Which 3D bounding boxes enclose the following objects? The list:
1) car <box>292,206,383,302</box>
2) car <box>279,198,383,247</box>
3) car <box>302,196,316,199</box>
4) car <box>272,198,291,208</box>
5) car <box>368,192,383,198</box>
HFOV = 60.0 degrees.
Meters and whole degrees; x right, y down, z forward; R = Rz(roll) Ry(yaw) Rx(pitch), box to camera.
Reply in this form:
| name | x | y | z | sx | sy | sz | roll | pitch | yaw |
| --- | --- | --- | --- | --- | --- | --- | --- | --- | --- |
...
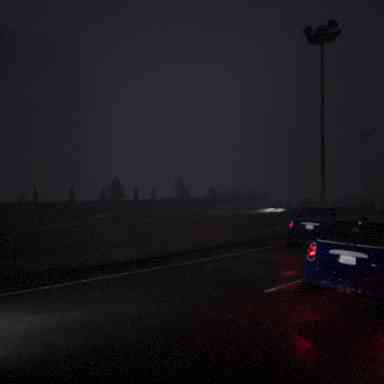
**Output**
| name | x | y | z | sx | sy | sz | roll | pitch | yaw |
| --- | --- | --- | --- | --- | --- | --- | --- | --- | --- |
| car | 4.611 | 1.304 | 7.740 | 4.553 | 1.767 | 2.097 | -1 | 0 | -40 |
| car | 5.836 | 1.283 | 13.497 | 4.553 | 1.767 | 2.097 | -1 | 0 | -42 |
| car | 14.316 | 1.318 | 40.857 | 1.837 | 1.490 | 4.892 | 0 | 0 | 30 |
| car | 11.992 | 1.423 | 43.747 | 1.895 | 1.301 | 4.718 | 0 | 0 | 30 |
| car | 44.710 | 0.860 | 80.826 | 1.837 | 1.490 | 4.892 | 0 | 0 | 1 |
